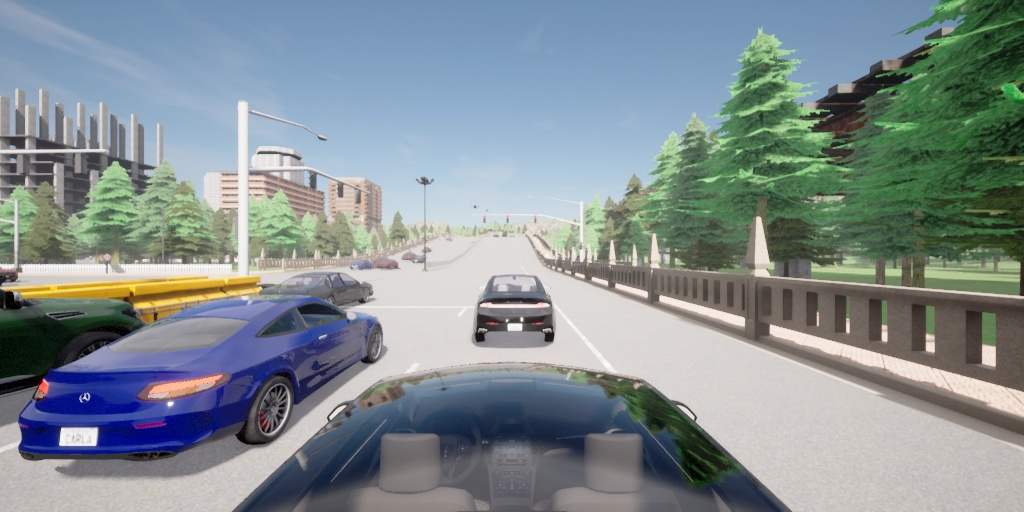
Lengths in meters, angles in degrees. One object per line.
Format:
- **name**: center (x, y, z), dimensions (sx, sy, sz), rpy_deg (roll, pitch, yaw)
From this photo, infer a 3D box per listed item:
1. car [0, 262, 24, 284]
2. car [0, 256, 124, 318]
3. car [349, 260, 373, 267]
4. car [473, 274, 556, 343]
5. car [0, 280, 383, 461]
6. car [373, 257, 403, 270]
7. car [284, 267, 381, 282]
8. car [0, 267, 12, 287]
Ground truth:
- **car**: center (-39.497, 1.224, 26.327), dimensions (5.008, 1.535, 1.882), rpy_deg (0, 0, 2)
- **car**: center (-6.956, 0.971, 3.397), dimensions (2.150, 2.045, 5.566), rpy_deg (0, 0, 1)
- **car**: center (-21.180, 1.261, 50.449), dimensions (1.812, 1.442, 4.674), rpy_deg (0, 0, -1)
- **car**: center (0.066, 1.240, 9.723), dimensions (2.128, 1.511, 4.902), rpy_deg (0, 0, 0)
- **car**: center (-3.443, 1.275, 5.161), dimensions (1.812, 1.442, 4.674), rpy_deg (0, 0, 0)
- **car**: center (-17.680, 1.211, 51.252), dimensions (1.882, 1.535, 5.008), rpy_deg (0, 0, 0)
- **car**: center (-7.020, 1.296, 13.436), dimensions (2.033, 1.411, 5.357), rpy_deg (0, 0, 0)
- **car**: center (-35.161, 1.347, 22.662), dimensions (4.718, 1.301, 1.895), rpy_deg (0, 0, 2)
